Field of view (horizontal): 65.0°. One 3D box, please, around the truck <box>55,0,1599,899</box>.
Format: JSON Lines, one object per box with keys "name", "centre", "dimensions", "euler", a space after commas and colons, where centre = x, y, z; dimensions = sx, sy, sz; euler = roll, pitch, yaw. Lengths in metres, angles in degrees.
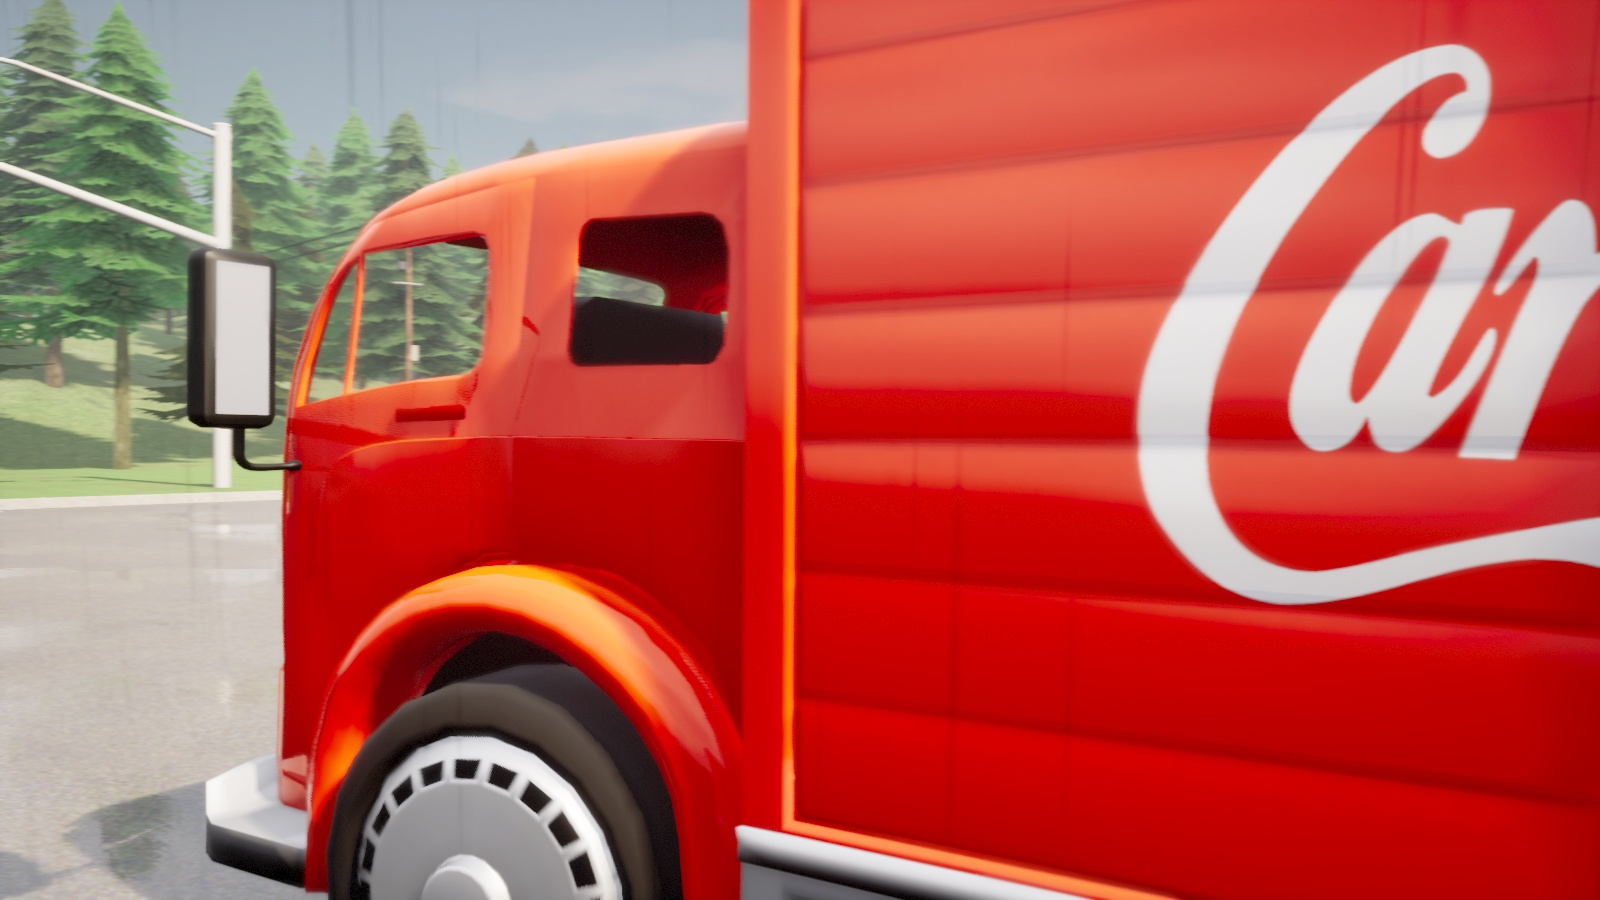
{"name": "truck", "centre": [1.108, 0.186, 2.829], "dimensions": [5.204, 2.467, 2.627], "euler": [0, 1, 31]}
